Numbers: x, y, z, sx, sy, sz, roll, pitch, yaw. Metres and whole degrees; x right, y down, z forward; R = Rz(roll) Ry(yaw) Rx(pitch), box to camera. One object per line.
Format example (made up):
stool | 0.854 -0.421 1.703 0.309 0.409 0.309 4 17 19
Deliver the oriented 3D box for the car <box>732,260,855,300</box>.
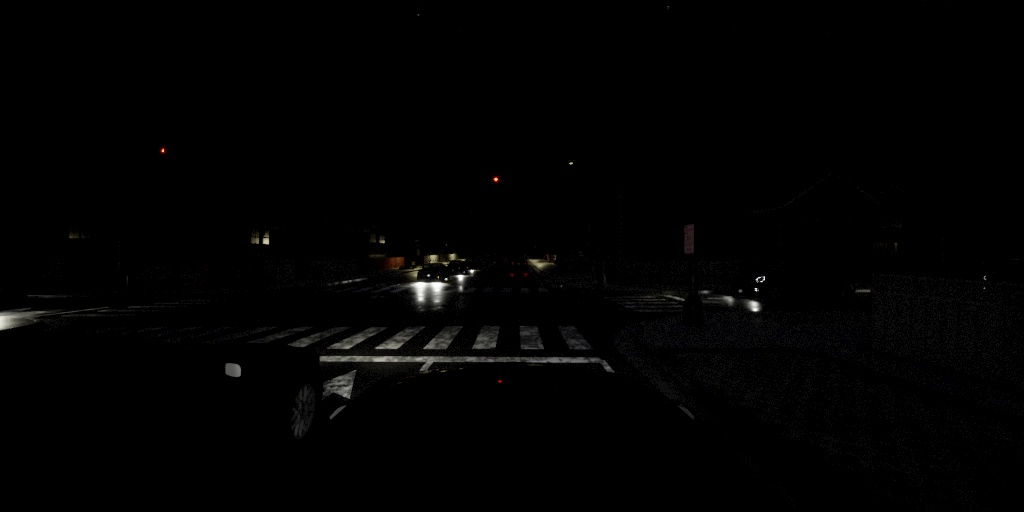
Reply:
car | 12.647 0.997 16.363 4.553 1.767 2.097 0 0 -1

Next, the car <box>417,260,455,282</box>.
car | -6.136 1.256 28.497 1.994 1.385 4.181 0 0 1

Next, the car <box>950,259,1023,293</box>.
car | 22.724 0.919 16.464 4.553 1.767 2.097 0 0 0

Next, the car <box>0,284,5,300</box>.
car | -23.178 1.143 13.767 5.566 2.045 2.150 0 0 4

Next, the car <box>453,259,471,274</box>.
car | -5.963 1.173 38.790 1.812 1.442 4.674 0 0 1

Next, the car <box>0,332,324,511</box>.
car | -3.153 1.227 2.206 1.882 1.535 5.008 0 0 1

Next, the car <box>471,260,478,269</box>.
car | -5.765 1.070 49.433 2.033 1.411 5.357 0 1 2

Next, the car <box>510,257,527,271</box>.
car | 0.856 0.932 45.342 2.097 1.767 4.553 0 1 1
